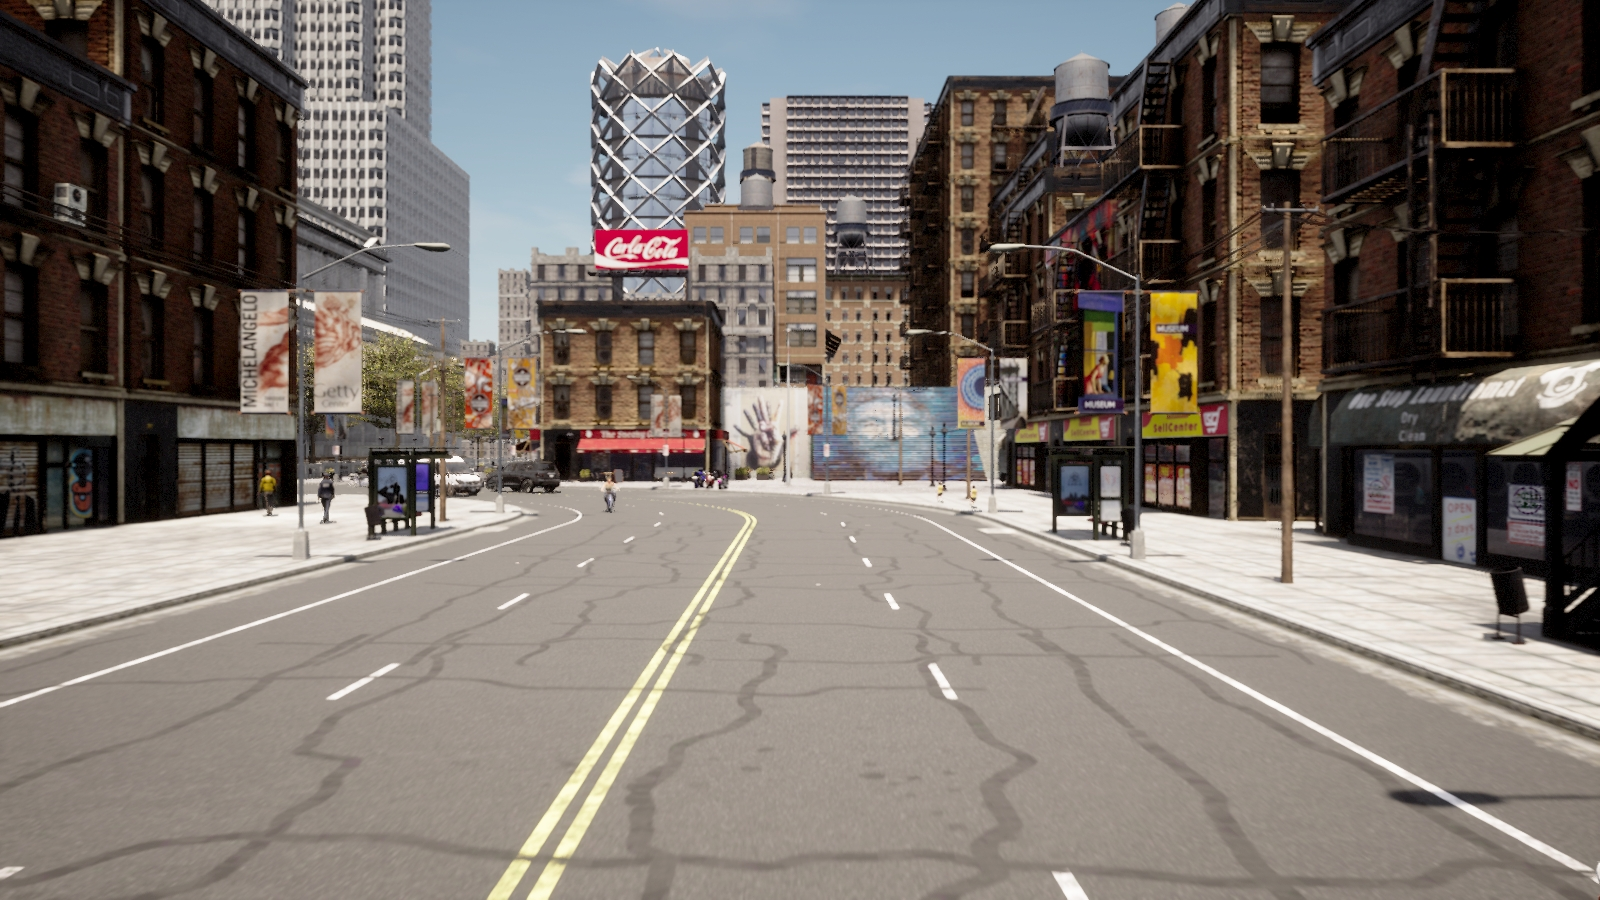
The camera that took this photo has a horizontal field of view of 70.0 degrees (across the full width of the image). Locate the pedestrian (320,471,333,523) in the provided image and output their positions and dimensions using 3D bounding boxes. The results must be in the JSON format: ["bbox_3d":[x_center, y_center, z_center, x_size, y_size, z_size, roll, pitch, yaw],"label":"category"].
[{"bbox_3d":[-17.086,1.696,41.220,0.375,1.860,0.375,0,0,-15],"label":"pedestrian"}]

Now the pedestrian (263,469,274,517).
[{"bbox_3d":[-21.096,1.696,45.352,0.375,1.860,0.375,0,0,-21],"label":"pedestrian"}]

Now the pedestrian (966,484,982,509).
[{"bbox_3d":[7.811,2.076,51.331,0.500,1.100,0.500,0,0,-20],"label":"pedestrian"}]

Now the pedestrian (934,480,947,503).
[{"bbox_3d":[6.992,2.076,56.952,0.500,1.100,0.500,0,0,-18],"label":"pedestrian"}]

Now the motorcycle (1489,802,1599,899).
[{"bbox_3d":[3.488,2.182,4.167,0.856,1.236,1.805,0,0,0],"label":"motorcycle"}]

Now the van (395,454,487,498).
[{"bbox_3d":[-21.951,1.534,69.749,5.915,2.561,1.988,0,0,32],"label":"van"}]

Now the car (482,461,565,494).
[{"bbox_3d":[-18.308,1.780,75.634,5.566,2.045,2.150,0,0,35],"label":"car"}]
